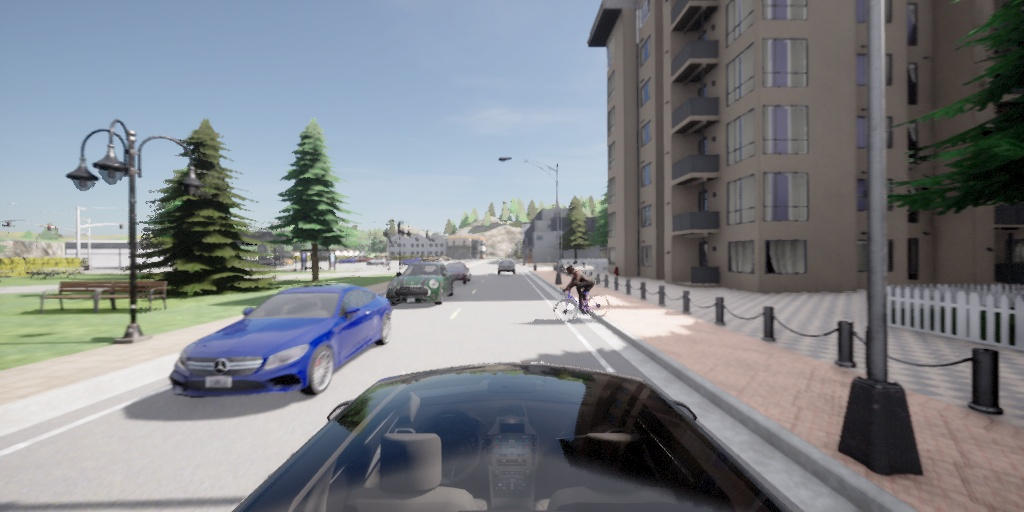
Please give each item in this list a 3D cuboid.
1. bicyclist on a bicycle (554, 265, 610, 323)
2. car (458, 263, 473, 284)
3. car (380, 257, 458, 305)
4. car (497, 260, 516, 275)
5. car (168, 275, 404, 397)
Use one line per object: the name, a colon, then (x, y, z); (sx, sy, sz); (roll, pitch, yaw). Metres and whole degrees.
bicyclist on a bicycle: (1.950, 1.070, 10.409); (1.656, 1.620, 0.582); (-9, 0, -1)
car: (-4.035, 1.209, 25.980); (1.812, 1.442, 4.674); (0, 0, -1)
car: (-3.849, 1.077, 15.757); (2.097, 1.767, 4.553); (0, 0, -1)
car: (-0.560, 1.156, 36.980); (2.033, 1.411, 5.357); (0, 0, -1)
car: (-3.673, 1.286, 6.752); (1.812, 1.442, 4.674); (0, 0, -1)
